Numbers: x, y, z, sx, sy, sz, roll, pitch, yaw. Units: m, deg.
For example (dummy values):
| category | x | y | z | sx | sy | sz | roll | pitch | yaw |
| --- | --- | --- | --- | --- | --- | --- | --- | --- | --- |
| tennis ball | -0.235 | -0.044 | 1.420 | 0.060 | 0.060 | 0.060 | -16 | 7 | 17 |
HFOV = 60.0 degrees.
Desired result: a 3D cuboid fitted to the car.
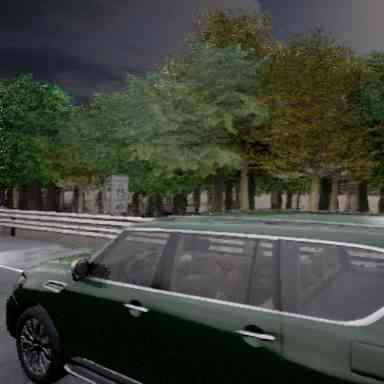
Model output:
| category | x | y | z | sx | sy | sz | roll | pitch | yaw |
| --- | --- | --- | --- | --- | --- | --- | --- | --- | --- |
| car | 0.189 | 1.229 | 3.733 | 5.566 | 2.045 | 2.150 | 0 | 0 | 36 |
